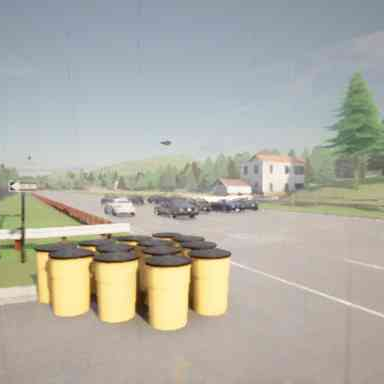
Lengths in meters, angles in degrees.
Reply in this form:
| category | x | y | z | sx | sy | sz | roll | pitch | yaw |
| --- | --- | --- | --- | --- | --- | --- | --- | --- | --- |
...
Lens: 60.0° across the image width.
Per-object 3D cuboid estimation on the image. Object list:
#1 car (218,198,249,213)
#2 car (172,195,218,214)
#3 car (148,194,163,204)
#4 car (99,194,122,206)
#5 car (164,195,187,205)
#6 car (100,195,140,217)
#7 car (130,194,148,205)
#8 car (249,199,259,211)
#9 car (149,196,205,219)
| category | x | y | z | sx | sy | sz | roll | pitch | yaw |
| --- | --- | --- | --- | --- | --- | --- | --- | --- | --- |
| car | 3.266 | 1.372 | 33.231 | 1.895 | 1.301 | 4.718 | 0 | 0 | -27 |
| car | 0.046 | 1.261 | 31.835 | 2.128 | 1.511 | 4.902 | 0 | 0 | -27 |
| car | -5.347 | 1.122 | 49.957 | 1.837 | 1.490 | 4.892 | 0 | 0 | -27 |
| car | -11.522 | 1.110 | 46.656 | 2.128 | 1.511 | 4.902 | 0 | 0 | -27 |
| car | -2.662 | 1.174 | 52.388 | 1.994 | 1.385 | 4.181 | 0 | 0 | -27 |
| car | -6.324 | 1.292 | 28.888 | 1.812 | 1.442 | 4.674 | 0 | 0 | -27 |
| car | -8.440 | 1.123 | 48.317 | 1.837 | 1.490 | 4.892 | 0 | 0 | -27 |
| car | 5.436 | 1.318 | 36.661 | 1.994 | 1.385 | 4.181 | 0 | 0 | -27 |
| car | -1.358 | 1.347 | 26.919 | 2.033 | 1.411 | 5.357 | 0 | 0 | -27 |
